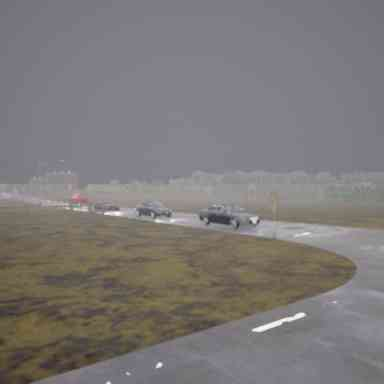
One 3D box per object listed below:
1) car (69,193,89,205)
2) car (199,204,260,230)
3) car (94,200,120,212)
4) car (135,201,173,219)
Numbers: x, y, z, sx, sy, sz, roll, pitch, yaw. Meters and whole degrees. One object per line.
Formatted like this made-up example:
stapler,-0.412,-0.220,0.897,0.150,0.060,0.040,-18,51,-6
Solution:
car,-19.994,1.221,58.878,2.150,2.045,5.566,-2,0,-36
car,2.430,1.578,22.471,2.128,1.511,4.902,-2,1,-36
car,-10.285,1.667,40.274,1.994,1.385,4.181,-2,1,-36
car,-3.618,1.608,30.931,1.837,1.490,4.892,-2,1,-36
